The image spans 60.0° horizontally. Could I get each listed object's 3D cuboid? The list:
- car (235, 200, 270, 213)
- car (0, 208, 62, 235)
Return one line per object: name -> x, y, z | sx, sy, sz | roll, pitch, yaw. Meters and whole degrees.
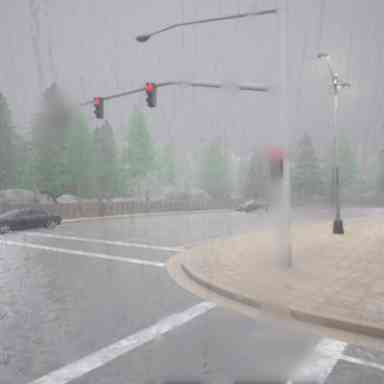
car -> 7.209, 1.679, 39.530 | 4.674, 1.442, 1.812 | 0, -1, -33
car -> -10.624, 1.778, 20.747 | 1.837, 1.490, 4.892 | -1, 0, 37
